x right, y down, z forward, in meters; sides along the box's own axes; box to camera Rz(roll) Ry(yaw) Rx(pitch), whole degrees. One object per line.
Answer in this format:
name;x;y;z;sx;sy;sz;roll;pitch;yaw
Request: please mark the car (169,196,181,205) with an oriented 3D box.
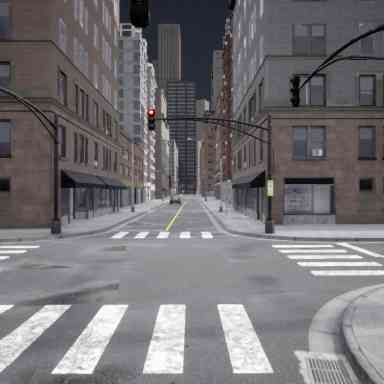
car;-2.977;1.457;59.647;1.882;1.535;5.008;0;0;0
